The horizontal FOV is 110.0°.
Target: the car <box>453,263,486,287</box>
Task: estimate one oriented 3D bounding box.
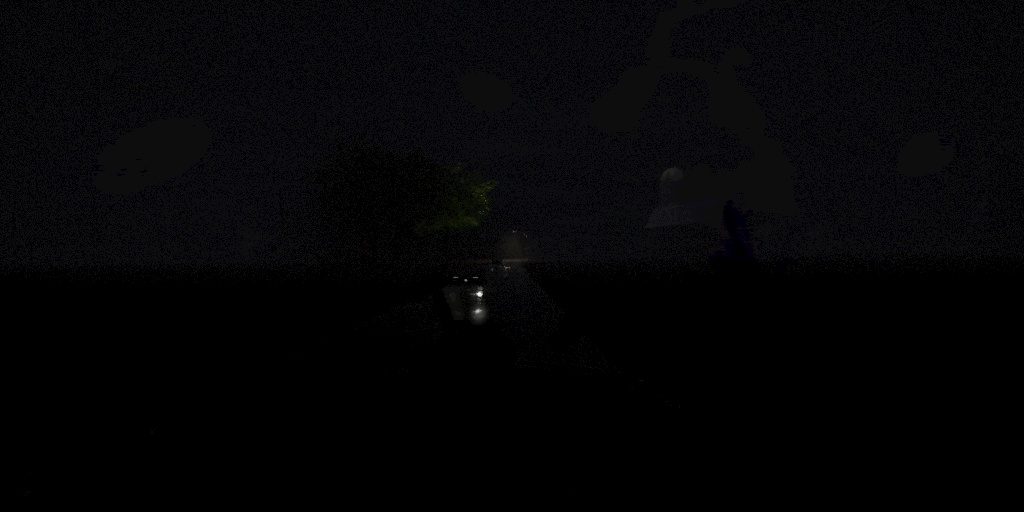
[{"bbox_3d":[-2.849,1.250,24.564,1.837,1.490,4.892,0,0,0],"label":"car"}]
